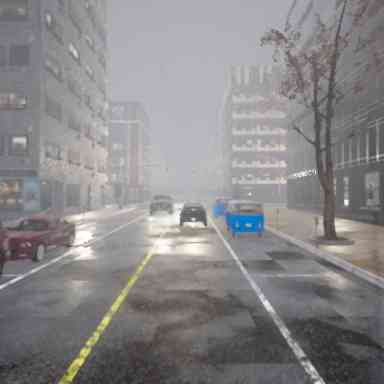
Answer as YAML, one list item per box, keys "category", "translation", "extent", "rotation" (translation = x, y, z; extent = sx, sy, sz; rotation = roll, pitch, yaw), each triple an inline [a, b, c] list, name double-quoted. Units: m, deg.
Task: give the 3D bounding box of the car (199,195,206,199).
- category: "car"
  translation: [2.663, 1.539, 83.768]
  extent: [1.752, 1.417, 4.829]
  rotation: [1, 0, 0]

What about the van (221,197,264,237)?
- category: "van"
  translation: [2.700, 1.343, 17.682]
  extent: [1.690, 1.788, 3.998]
  rotation: [1, 0, 0]

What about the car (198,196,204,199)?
- category: "car"
  translation: [0.101, 1.552, 39.789]
  extent: [2.033, 1.411, 5.357]
  rotation: [0, 0, 1]

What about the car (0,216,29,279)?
- category: "car"
  translation: [-5.674, 1.316, 6.645]
  extent: [2.192, 1.841, 5.009]
  rotation: [1, 0, 0]

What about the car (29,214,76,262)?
- category: "car"
  translation: [-5.681, 1.546, 12.155]
  extent: [1.887, 1.381, 4.507]
  rotation: [1, 0, 0]

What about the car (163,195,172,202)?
- category: "car"
  translation: [-5.713, 1.538, 77.678]
  extent: [1.752, 1.417, 4.829]
  rotation: [1, 0, 0]

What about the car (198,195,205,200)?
- category: "car"
  translation: [2.657, 1.584, 94.967]
  extent: [1.947, 1.339, 4.313]
  rotation: [1, 0, 0]

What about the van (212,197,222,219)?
- category: "van"
  translation: [2.694, 1.344, 28.699]
  extent: [1.690, 1.788, 3.998]
  rotation: [1, 0, 0]

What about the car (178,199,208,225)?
- category: "car"
  translation: [0.089, 1.508, 23.730]
  extent: [1.837, 1.490, 4.892]
  rotation: [0, 0, 0]

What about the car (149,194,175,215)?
- category: "car"
  translation: [-3.021, 1.215, 34.032]
  extent: [2.150, 2.045, 5.566]
  rotation: [0, 0, 0]

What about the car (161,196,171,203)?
- category: "car"
  translation: [-5.711, 1.593, 72.164]
  extent: [1.802, 1.307, 4.206]
  rotation: [1, 0, 0]

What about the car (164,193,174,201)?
- category: "car"
  translation: [-5.712, 1.329, 83.533]
  extent: [2.192, 1.841, 5.009]
  rotation: [1, 0, 0]

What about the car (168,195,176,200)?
- category: "car"
  translation: [-5.722, 1.569, 94.902]
  extent: [2.008, 1.369, 4.403]
  rotation: [1, 0, 0]
